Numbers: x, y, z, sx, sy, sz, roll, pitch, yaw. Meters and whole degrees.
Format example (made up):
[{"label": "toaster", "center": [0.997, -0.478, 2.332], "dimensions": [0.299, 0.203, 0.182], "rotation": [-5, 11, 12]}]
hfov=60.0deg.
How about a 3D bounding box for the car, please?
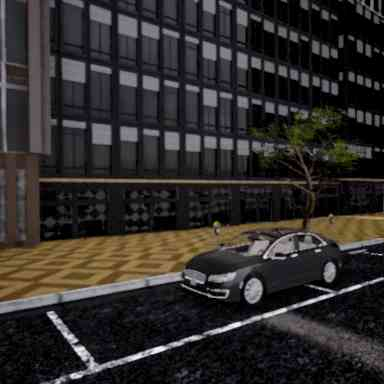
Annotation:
[{"label": "car", "center": [1.805, 1.562, 7.869], "dimensions": [4.403, 1.369, 2.008], "rotation": [0, -1, -36]}]
